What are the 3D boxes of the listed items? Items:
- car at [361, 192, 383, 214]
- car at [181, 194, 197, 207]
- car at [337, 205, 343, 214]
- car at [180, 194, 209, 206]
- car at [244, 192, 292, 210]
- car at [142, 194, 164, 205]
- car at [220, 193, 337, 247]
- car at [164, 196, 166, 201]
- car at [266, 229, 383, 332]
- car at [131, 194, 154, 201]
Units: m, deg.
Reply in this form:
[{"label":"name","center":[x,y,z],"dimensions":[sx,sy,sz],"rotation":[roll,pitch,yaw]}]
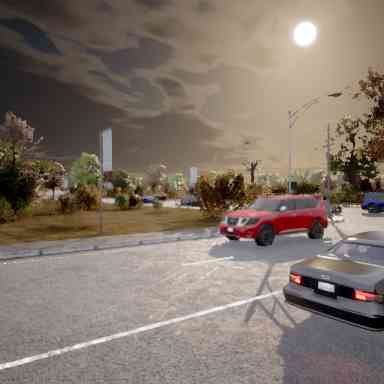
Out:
[{"label":"car","center":[18.648,1.029,30.582],"dimensions":[5.566,2.045,2.150],"rotation":[-1,0,42]},{"label":"car","center":[0.783,1.391,46.026],"dimensions":[2.033,1.411,5.357],"rotation":[-1,0,-39]},{"label":"car","center":[12.001,1.403,31.551],"dimensions":[1.994,1.385,4.181],"rotation":[0,0,-33]},{"label":"car","center":[0.313,1.172,52.189],"dimensions":[2.097,1.767,4.553],"rotation":[-1,0,-39]},{"label":"car","center":[9.267,1.038,41.087],"dimensions":[2.150,2.045,5.566],"rotation":[-1,0,-39]},{"label":"car","center":[-7.410,1.326,56.230],"dimensions":[1.882,1.535,5.008],"rotation":[-1,0,-39]},{"label":"car","center":[3.882,1.173,15.202],"dimensions":[5.566,2.045,2.150],"rotation":[0,0,-33]},{"label":"car","center":[-7.658,1.258,73.405],"dimensions":[1.882,1.535,5.008],"rotation":[-1,0,-38]},{"label":"car","center":[4.143,1.528,6.719],"dimensions":[5.357,1.411,2.033],"rotation":[0,0,-36]},{"label":"car","center":[-9.638,1.021,64.668],"dimensions":[2.033,1.411,5.357],"rotation":[-1,0,-39]}]
